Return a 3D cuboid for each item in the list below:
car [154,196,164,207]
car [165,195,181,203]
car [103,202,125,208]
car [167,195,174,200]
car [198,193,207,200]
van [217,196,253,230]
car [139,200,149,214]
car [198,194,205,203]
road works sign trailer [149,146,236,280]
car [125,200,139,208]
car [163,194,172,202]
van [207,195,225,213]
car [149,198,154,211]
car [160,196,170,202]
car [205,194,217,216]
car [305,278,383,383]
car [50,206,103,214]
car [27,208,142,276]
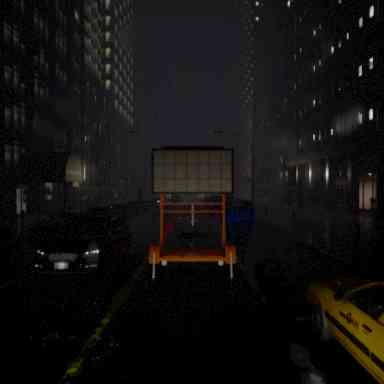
[{"bbox_3d":[-5.691,1.506,48.956,2.008,1.369,4.403,-1,0,0],"label":"car"},{"bbox_3d":[-2.994,1.295,58.272,2.097,1.767,4.553,0,0,0],"label":"car"},{"bbox_3d":[-5.695,1.547,20.537,1.947,1.339,4.313,-1,0,0],"label":"car"},{"bbox_3d":[-5.685,1.441,88.571,1.752,1.417,4.829,-1,0,0],"label":"car"},{"bbox_3d":[2.694,1.231,88.740,2.192,1.841,5.009,-1,0,0],"label":"car"},{"bbox_3d":[2.684,1.322,20.536,1.690,1.788,3.998,-1,0,0],"label":"van"},{"bbox_3d":[-5.694,1.521,31.905,2.008,1.369,4.403,-1,0,0],"label":"car"},{"bbox_3d":[2.692,1.495,60.321,2.008,1.369,4.403,-1,0,0],"label":"car"},{"bbox_3d":[0.021,0.455,9.908,2.380,3.560,2.880,0,0,0],"label":"road works sign trailer"},{"bbox_3d":[-5.694,1.520,26.221,1.887,1.381,4.507,-1,0,0],"label":"car"},{"bbox_3d":[-5.687,1.367,77.374,1.967,1.590,4.097,-1,0,0],"label":"car"},{"bbox_3d":[2.686,1.307,37.587,1.690,1.788,3.998,-1,0,0],"label":"van"},{"bbox_3d":[-5.692,1.547,37.589,1.802,1.307,4.206,-1,0,0],"label":"car"},{"bbox_3d":[-5.687,1.515,71.690,1.802,1.307,4.206,-1,0,0],"label":"car"},{"bbox_3d":[2.685,1.286,31.903,2.192,1.841,5.009,-1,0,0],"label":"car"},{"bbox_3d":[2.683,1.522,3.655,1.752,1.417,4.829,-1,0,0],"label":"car"},{"bbox_3d":[-5.696,1.537,14.854,2.008,1.369,4.403,-1,0,0],"label":"car"},{"bbox_3d":[-3.100,1.482,10.340,2.128,1.511,4.902,0,0,0],"label":"car"}]
